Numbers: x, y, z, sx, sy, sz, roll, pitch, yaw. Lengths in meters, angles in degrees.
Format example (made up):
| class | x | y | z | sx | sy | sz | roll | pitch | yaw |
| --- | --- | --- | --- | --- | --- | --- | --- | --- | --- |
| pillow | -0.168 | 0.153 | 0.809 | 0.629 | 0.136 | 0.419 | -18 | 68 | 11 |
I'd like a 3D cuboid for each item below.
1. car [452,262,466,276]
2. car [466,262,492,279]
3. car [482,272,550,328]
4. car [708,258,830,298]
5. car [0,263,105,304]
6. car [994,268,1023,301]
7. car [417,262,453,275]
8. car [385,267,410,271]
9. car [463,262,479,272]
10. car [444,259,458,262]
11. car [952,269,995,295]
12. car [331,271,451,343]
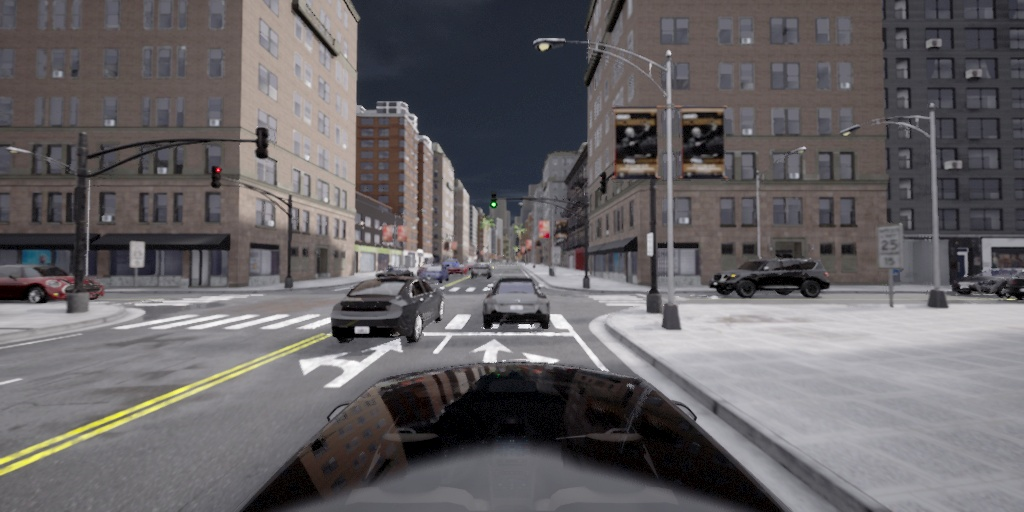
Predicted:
| class | x | y | z | sx | sy | sz | roll | pitch | yaw |
| --- | --- | --- | --- | --- | --- | --- | --- | --- | --- |
| car | -6.456 | 1.681 | 42.679 | 1.895 | 1.301 | 4.718 | 0 | 0 | 0 |
| car | -3.041 | 1.520 | 36.440 | 2.128 | 1.511 | 4.902 | 0 | 0 | 0 |
| car | 0.129 | 1.396 | 11.807 | 1.994 | 1.385 | 4.181 | 0 | 0 | 0 |
| car | 13.599 | 1.131 | 19.127 | 5.566 | 2.045 | 2.150 | 0 | -1 | 0 |
| car | -21.106 | 1.184 | 15.889 | 4.553 | 1.767 | 2.097 | 0 | -1 | 1 |
| car | 25.081 | 1.354 | 15.897 | 4.674 | 1.442 | 1.812 | 0 | -1 | 0 |
| car | -6.506 | 1.505 | 30.377 | 1.812 | 1.442 | 4.674 | 0 | 0 | 0 |
| car | -9.769 | 1.577 | 30.070 | 1.895 | 1.301 | 4.718 | 0 | 0 | 1 |
| car | -6.375 | 1.681 | 56.577 | 1.882 | 1.535 | 5.008 | 0 | -1 | 1 |
| car | -9.627 | 1.426 | 56.384 | 2.150 | 2.045 | 5.566 | 0 | -1 | 1 |
| car | 26.539 | 1.397 | 19.086 | 4.902 | 1.511 | 2.128 | 0 | -1 | 0 |
| car | -3.127 | 1.321 | 9.919 | 1.837 | 1.490 | 4.892 | 0 | 0 | 0 |
